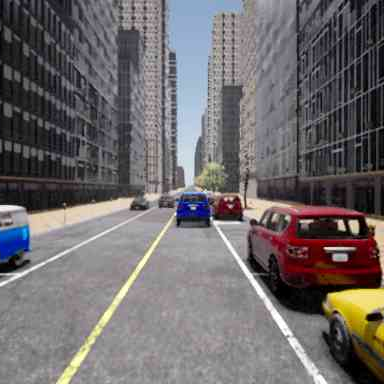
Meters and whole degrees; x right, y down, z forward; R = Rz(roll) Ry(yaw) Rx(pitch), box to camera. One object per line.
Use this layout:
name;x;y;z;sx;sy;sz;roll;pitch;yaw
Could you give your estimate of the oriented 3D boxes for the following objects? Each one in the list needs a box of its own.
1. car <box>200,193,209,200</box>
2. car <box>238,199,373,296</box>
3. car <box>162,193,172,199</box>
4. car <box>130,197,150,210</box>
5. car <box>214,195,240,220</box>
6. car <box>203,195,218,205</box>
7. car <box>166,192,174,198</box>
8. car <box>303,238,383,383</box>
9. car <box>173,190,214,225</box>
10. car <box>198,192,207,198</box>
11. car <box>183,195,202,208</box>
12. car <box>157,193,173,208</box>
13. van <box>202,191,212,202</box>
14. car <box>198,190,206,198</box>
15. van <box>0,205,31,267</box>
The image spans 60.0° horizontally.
car;2.638;0.928;71.085;1.802;1.307;4.206;0;1;0
car;2.684;1.247;8.412;2.192;1.841;5.009;0;0;0
car;-5.747;0.851;76.775;1.947;1.339;4.313;0;1;0
car;-5.718;1.252;36.896;1.947;1.339;4.313;0;1;0
car;2.672;1.104;25.503;2.192;1.841;5.009;0;1;0
car;2.655;1.123;48.296;1.887;1.381;4.507;0;1;0
car;-5.755;0.688;87.998;1.752;1.417;4.829;0;1;0
car;2.688;1.501;2.886;1.752;1.417;4.829;0;0;0
car;0.084;1.038;22.480;2.150;2.045;5.566;0;1;0
car;2.629;0.790;82.478;1.947;1.339;4.313;0;1;0
car;0.068;1.136;41.335;2.128;1.511;4.902;0;1;0
car;-3.123;1.155;41.009;1.837;1.490;4.892;0;0;0
van;2.647;0.805;59.686;1.690;1.788;3.998;0;1;0
car;2.626;0.476;88.171;2.192;1.841;5.009;0;1;0
van;-5.697;1.273;8.407;1.690;1.788;3.998;0;0;0
